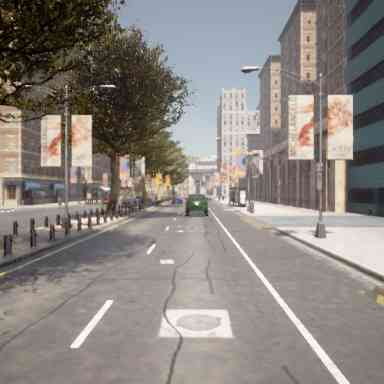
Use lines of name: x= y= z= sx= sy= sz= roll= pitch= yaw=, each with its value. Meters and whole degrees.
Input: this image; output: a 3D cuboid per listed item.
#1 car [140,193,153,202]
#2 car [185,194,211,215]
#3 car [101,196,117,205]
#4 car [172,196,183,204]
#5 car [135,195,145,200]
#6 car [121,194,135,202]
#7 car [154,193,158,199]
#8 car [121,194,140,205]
car: x=-10.635 y=1.507 z=73.675 sx=2.128 sy=1.511 sz=4.902 roll=0 pitch=0 yaw=1
car: x=0.491 y=1.213 z=33.812 sx=2.150 sy=2.045 sz=5.566 roll=0 pitch=0 yaw=1
car: x=-14.401 y=1.463 z=57.834 sx=1.882 sy=1.535 sz=5.008 roll=0 pitch=0 yaw=1
car: x=-2.688 y=1.510 z=61.880 sx=1.812 sy=1.442 sz=4.674 roll=0 pitch=0 yaw=1
car: x=-13.950 y=1.387 z=89.248 sx=1.895 sy=1.301 sz=4.718 roll=0 pitch=0 yaw=1
car: x=-14.135 y=1.336 z=73.682 sx=2.097 sy=1.767 sz=4.553 roll=0 pitch=0 yaw=1
car: x=-10.450 y=1.146 z=89.280 sx=2.097 sy=1.767 sz=4.553 roll=0 pitch=0 yaw=1
car: x=-10.905 y=1.533 z=57.854 sx=2.033 sy=1.411 sz=5.357 roll=0 pitch=0 yaw=1
